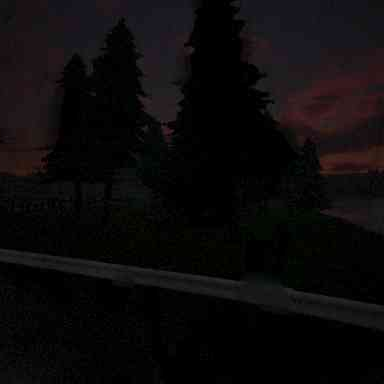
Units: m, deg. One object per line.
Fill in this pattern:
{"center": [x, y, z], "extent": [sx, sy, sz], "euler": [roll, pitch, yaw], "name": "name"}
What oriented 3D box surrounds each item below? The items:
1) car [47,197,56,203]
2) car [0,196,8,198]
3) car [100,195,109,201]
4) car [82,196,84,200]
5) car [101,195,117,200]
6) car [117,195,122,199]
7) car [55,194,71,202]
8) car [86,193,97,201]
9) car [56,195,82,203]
{"center": [-26.249, 1.600, 64.927], "extent": [1.895, 1.301, 4.718], "euler": [0, 0, 7], "name": "car"}
{"center": [-39.964, 1.540, 69.270], "extent": [2.033, 1.411, 5.357], "euler": [0, 0, 5], "name": "car"}
{"center": [-23.158, 1.540, 88.324], "extent": [2.033, 1.411, 5.357], "euler": [0, 0, -10], "name": "car"}
{"center": [-30.424, 1.525, 89.593], "extent": [2.128, 1.511, 4.902], "euler": [0, 0, -10], "name": "car"}
{"center": [-18.697, 1.500, 73.543], "extent": [1.837, 1.490, 4.892], "euler": [0, 0, 1], "name": "car"}
{"center": [-19.344, 1.525, 86.495], "extent": [2.128, 1.511, 4.902], "euler": [0, 0, -10], "name": "car"}
{"center": [-29.207, 1.355, 75.659], "extent": [2.097, 1.767, 4.553], "euler": [0, 0, -3], "name": "car"}
{"center": [-26.751, 1.225, 88.610], "extent": [2.150, 2.045, 5.566], "euler": [0, 0, -10], "name": "car"}
{"center": [-23.089, 1.526, 62.638], "extent": [1.812, 1.442, 4.674], "euler": [0, 0, 8], "name": "car"}
